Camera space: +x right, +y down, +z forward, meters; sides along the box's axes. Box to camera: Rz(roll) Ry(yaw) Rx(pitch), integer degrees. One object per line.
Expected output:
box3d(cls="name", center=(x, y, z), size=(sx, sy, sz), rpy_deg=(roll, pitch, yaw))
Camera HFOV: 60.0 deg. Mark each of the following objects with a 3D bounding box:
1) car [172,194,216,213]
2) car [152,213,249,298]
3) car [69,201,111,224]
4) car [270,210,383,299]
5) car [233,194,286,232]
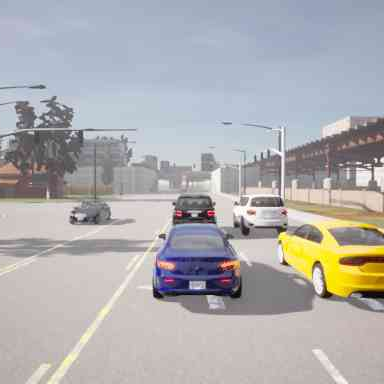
box3d(cls="car", center=(0.113, 1.130, 17.821), size=(2.150, 2.045, 5.566), rpy_deg=(0, 0, 0))
box3d(cls="car", center=(0.106, 1.501, 8.306), size=(1.812, 1.442, 4.674), rpy_deg=(0, 0, 0))
box3d(cls="car", center=(-6.990, 1.384, 23.224), size=(2.128, 1.511, 4.902), rpy_deg=(0, 1, 0))
box3d(cls="car", center=(3.606, 1.452, 8.482), size=(1.882, 1.535, 5.008), rpy_deg=(0, 0, 0))
box3d(cls="car", center=(3.611, 1.130, 18.316), size=(2.150, 2.045, 5.566), rpy_deg=(0, 0, 0))
